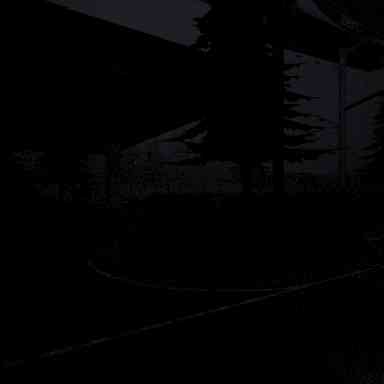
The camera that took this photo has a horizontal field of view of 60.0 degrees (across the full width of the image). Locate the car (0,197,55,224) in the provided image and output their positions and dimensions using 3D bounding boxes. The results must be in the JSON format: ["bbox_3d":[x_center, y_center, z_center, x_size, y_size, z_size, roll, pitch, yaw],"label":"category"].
[{"bbox_3d":[-11.894,1.313,23.518,3.866,1.878,1.905,0,0,-36],"label":"car"}]

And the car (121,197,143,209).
[{"bbox_3d":[-7.511,1.394,42.694,2.128,1.511,4.902,0,1,23],"label":"car"}]

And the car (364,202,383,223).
[{"bbox_3d":[11.908,1.340,20.670,2.128,1.511,4.902,0,2,-37],"label":"car"}]
